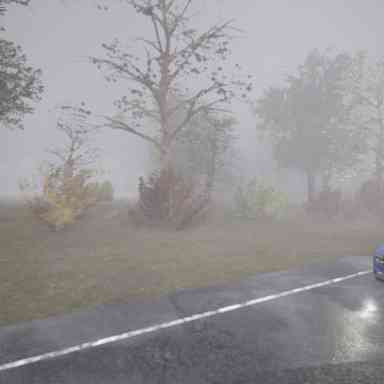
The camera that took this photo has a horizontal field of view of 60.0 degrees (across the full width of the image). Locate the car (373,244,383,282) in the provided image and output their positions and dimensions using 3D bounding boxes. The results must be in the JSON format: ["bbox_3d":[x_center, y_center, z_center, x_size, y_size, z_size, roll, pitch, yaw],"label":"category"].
[{"bbox_3d":[6.761,1.576,8.908,5.008,1.535,1.882,1,0,-36],"label":"car"}]
